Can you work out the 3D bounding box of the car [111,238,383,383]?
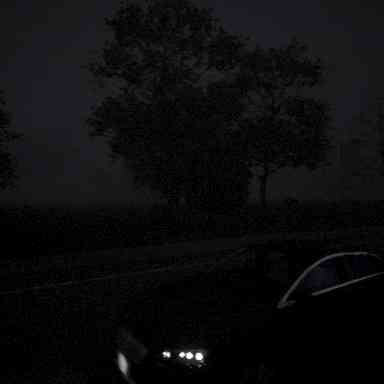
[{"bbox_3d":[1.350,1.487,4.743,4.902,1.511,2.128,0,0,-33],"label":"car"}]
